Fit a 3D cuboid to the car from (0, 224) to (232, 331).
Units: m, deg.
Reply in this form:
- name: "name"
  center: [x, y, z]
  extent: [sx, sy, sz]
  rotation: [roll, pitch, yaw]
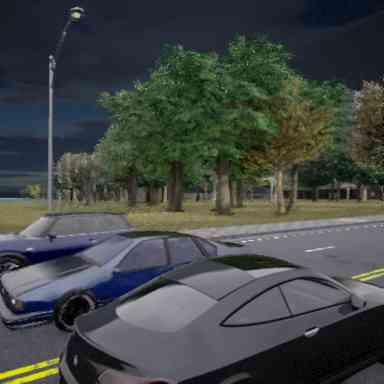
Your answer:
- name: "car"
  center: [-0.993, 1.549, 6.969]
  extent: [5.357, 1.411, 2.033]
  rotation: [0, 0, -36]

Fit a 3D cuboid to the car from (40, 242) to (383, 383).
- name: "car"
  center: [0.872, 1.527, 4.078]
  extent: [4.674, 1.442, 1.812]
  rotation: [0, 0, -36]

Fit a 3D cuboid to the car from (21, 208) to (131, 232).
- name: "car"
  center: [-3.596, 1.353, 9.105]
  extent: [4.553, 1.767, 2.097]
  rotation: [0, 0, -36]
